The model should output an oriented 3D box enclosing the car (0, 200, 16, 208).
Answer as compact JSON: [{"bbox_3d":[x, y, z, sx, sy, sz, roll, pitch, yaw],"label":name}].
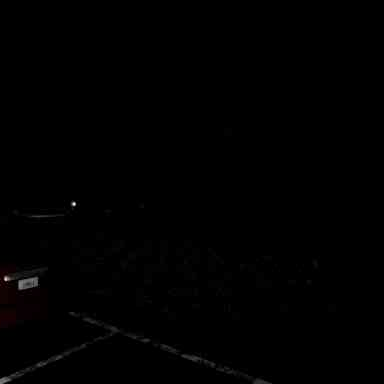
[{"bbox_3d":[-18.234,1.502,29.758,2.097,1.767,4.553,-1,-1,37],"label":"car"}]

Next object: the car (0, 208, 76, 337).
[{"bbox_3d":[-4.135,1.316,5.901,5.009,1.841,2.192,0,-1,36],"label":"car"}]

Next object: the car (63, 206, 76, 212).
[{"bbox_3d":[-12.159,1.837,37.944,1.895,1.301,4.718,-1,-1,36],"label":"car"}]
